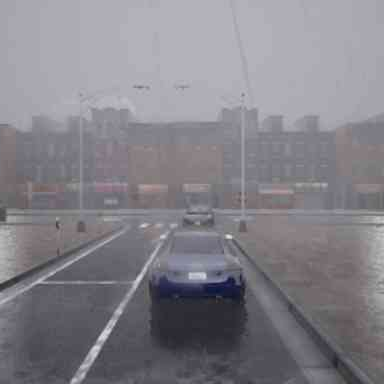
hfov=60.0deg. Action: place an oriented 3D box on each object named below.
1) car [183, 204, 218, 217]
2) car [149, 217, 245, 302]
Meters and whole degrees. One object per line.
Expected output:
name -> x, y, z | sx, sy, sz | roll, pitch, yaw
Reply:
car -> 0.539, 1.506, 20.813 | 2.128, 1.511, 4.902 | 0, 0, 5
car -> 0.104, 1.569, 8.340 | 1.994, 1.385, 4.181 | 0, 0, 0
